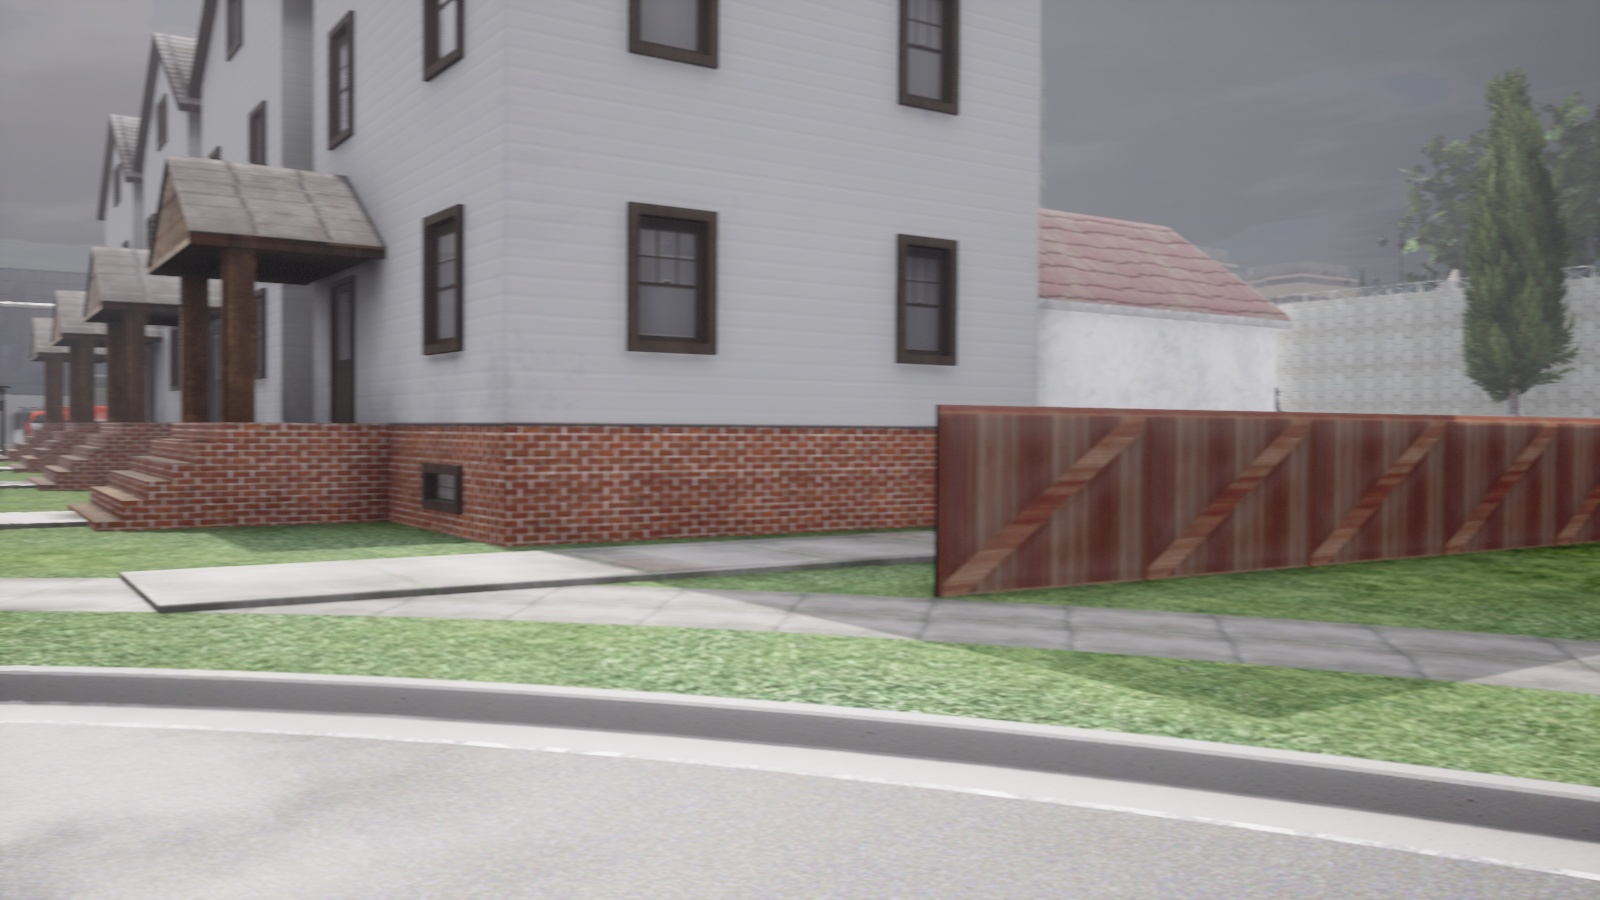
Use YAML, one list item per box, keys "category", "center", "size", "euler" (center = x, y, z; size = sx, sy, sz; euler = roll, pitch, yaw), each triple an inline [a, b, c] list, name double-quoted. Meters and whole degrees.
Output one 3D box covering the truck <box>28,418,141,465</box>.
- category: "truck"
  center: [-39.660, -0.489, 69.658]
  size: [5.204, 2.467, 2.627]
  euler: [-1, 1, -35]
